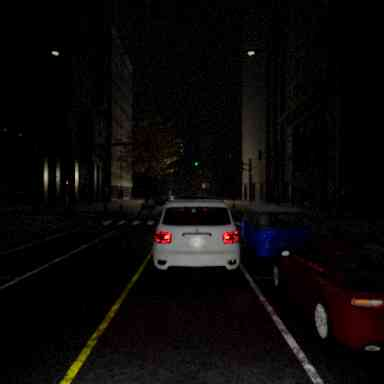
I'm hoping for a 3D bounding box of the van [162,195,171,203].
[{"bbox_3d":[-5.770,1.588,76.129,1.690,1.788,3.998,0,0,0],"label":"van"}]

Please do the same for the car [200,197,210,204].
[{"bbox_3d":[2.756,1.780,71.444,2.008,1.369,4.403,0,0,0],"label":"car"}]

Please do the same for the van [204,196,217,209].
[{"bbox_3d":[2.759,1.491,49.792,1.690,1.788,3.998,0,0,0],"label":"van"}]

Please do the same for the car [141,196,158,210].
[{"bbox_3d":[-5.772,1.657,44.222,1.752,1.417,4.829,0,0,0],"label":"car"}]

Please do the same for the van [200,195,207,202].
[{"bbox_3d":[2.755,1.612,82.271,1.690,1.788,3.998,0,0,0],"label":"van"}]

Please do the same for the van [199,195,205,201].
[{"bbox_3d":[2.753,1.656,93.098,1.690,1.788,3.998,0,0,0],"label":"van"}]

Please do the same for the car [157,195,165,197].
[{"bbox_3d":[-5.767,1.712,54.972,1.887,1.381,4.507,0,0,0],"label":"car"}]

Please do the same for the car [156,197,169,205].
[{"bbox_3d":[-5.769,1.757,65.550,2.008,1.369,4.403,0,0,0],"label":"car"}]

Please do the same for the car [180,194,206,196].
[{"bbox_3d":[0.102,1.289,23.543,2.150,2.045,5.566,0,0,0],"label":"car"}]

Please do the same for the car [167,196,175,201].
[{"bbox_3d":[-5.772,1.835,91.825,1.752,1.417,4.829,0,0,0],"label":"car"}]

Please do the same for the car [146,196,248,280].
[{"bbox_3d":[0.103,1.242,10.143,2.150,2.045,5.566,0,-1,0],"label":"car"}]

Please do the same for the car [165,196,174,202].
[{"bbox_3d":[-5.772,1.855,86.705,1.947,1.339,4.313,0,0,0],"label":"car"}]

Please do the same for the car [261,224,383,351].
[{"bbox_3d":[2.778,1.562,6.282,1.887,1.381,4.507,0,0,0],"label":"car"}]

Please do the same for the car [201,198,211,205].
[{"bbox_3d":[2.756,1.790,66.031,1.802,1.307,4.206,0,0,0],"label":"car"}]

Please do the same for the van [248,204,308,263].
[{"bbox_3d":[2.779,1.373,11.808,1.690,1.788,3.998,0,0,0],"label":"van"}]

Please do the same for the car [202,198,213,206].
[{"bbox_3d":[2.757,1.733,60.617,1.887,1.381,4.507,0,0,0],"label":"car"}]
